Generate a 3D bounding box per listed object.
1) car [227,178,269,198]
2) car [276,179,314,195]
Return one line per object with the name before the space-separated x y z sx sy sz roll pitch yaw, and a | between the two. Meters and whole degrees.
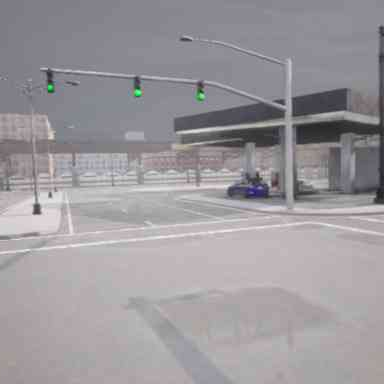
car | 4.863 -0.368 29.610 2.242 1.667 4.611 -3 3 -21
car | 9.952 -0.514 32.383 1.970 1.475 3.806 -3 3 -21
